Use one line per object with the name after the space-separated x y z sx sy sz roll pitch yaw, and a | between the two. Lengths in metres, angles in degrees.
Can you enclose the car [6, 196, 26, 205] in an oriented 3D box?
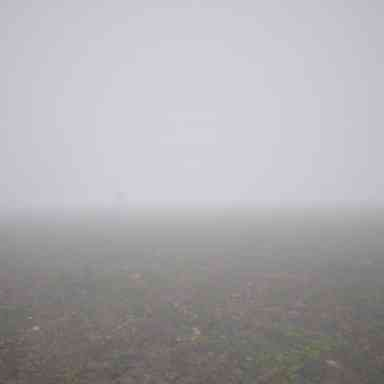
-35.314 1.692 67.849 2.097 1.767 4.553 -2 -1 35 | car
